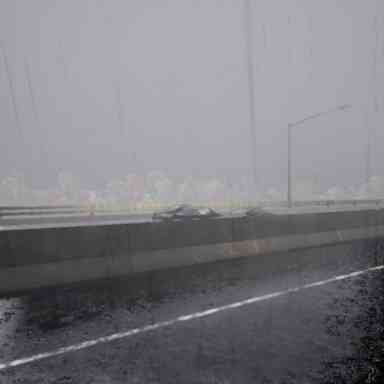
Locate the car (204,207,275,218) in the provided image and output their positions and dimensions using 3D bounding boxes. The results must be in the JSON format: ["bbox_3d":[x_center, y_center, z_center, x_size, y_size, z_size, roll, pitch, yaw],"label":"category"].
[{"bbox_3d":[3.110,1.579,19.016,4.181,1.385,1.994,0,0,-35],"label":"car"}]

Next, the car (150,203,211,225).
[{"bbox_3d":[-0.832,1.572,24.801,4.181,1.385,1.994,0,0,-35],"label":"car"}]

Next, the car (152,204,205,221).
[{"bbox_3d":[0.036,1.609,21.141,4.718,1.301,1.895,0,0,-35],"label":"car"}]
